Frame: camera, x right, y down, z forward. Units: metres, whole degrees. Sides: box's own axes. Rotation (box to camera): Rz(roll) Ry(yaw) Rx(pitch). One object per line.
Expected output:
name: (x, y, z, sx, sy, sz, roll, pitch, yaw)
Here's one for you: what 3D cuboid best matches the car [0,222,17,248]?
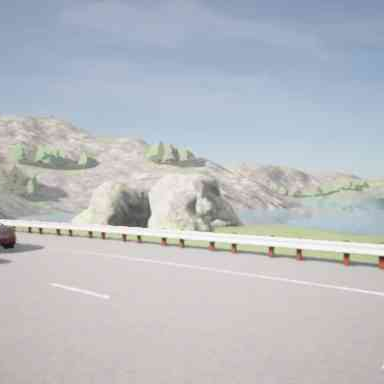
car: (-9.415, 1.709, 14.146, 4.181, 1.385, 1.994, -1, 0, 31)
